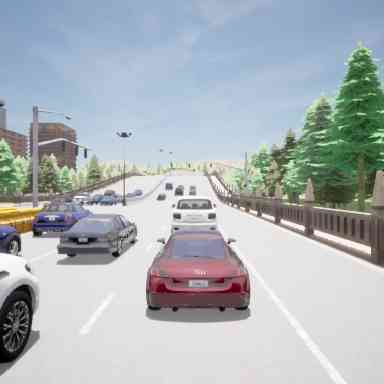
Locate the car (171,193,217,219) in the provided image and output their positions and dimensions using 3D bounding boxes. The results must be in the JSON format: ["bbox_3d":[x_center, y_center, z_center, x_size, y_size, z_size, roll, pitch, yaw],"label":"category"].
[{"bbox_3d":[0.115,1.222,17.215,2.150,2.045,5.566,0,0,0],"label":"car"}]

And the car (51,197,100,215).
[{"bbox_3d":[-6.935,1.352,18.499,2.097,1.767,4.553,0,0,-1],"label":"car"}]

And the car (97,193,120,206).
[{"bbox_3d":[-14.016,1.471,56.054,1.882,1.535,5.008,0,0,0],"label":"car"}]

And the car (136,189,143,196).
[{"bbox_3d":[-13.839,0.049,85.362,1.882,1.535,5.008,0,6,0],"label":"car"}]

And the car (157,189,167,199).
[{"bbox_3d":[-6.887,0.897,76.853,2.033,1.411,5.357,0,4,0],"label":"car"}]

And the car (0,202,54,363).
[{"bbox_3d":[-3.396,1.221,2.721,2.150,2.045,5.566,0,0,0],"label":"car"}]

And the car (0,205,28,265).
[{"bbox_3d":[-6.892,1.352,9.562,2.097,1.767,4.553,0,0,0],"label":"car"}]

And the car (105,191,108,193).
[{"bbox_3d":[-20.914,1.101,73.879,2.033,1.411,5.357,0,3,0],"label":"car"}]

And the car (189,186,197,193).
[{"bbox_3d":[0.168,-0.022,86.368,2.128,1.511,4.902,0,7,0],"label":"car"}]

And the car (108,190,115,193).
[{"bbox_3d":[-17.398,1.002,76.188,1.895,1.301,4.718,0,3,0],"label":"car"}]

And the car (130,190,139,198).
[{"bbox_3d":[-13.905,0.943,75.236,1.882,1.535,5.008,0,3,0],"label":"car"}]

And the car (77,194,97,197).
[{"bbox_3d":[-17.505,1.484,57.110,2.128,1.511,4.902,0,0,1],"label":"car"}]

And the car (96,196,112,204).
[{"bbox_3d":[-17.444,1.499,66.244,1.895,1.301,4.718,0,2,0],"label":"car"}]

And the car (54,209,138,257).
[{"bbox_3d":[-3.394,1.547,12.916,2.033,1.411,5.357,0,0,0],"label":"car"}]

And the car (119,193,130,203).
[{"bbox_3d":[-13.963,1.448,65.362,1.812,1.442,4.674,0,1,0],"label":"car"}]

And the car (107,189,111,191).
[{"bbox_3d":[-20.846,0.179,84.219,1.882,1.535,5.008,0,6,0],"label":"car"}]

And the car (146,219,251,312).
[{"bbox_3d":[0.109,1.564,7.803,1.994,1.385,4.181,0,0,0],"label":"car"}]

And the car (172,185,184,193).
[{"bbox_3d":[-3.334,-0.282,85.970,2.150,2.045,5.566,0,7,0],"label":"car"}]

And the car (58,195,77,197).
[{"bbox_3d":[-21.081,1.351,54.206,2.097,1.767,4.553,0,0,2],"label":"car"}]
